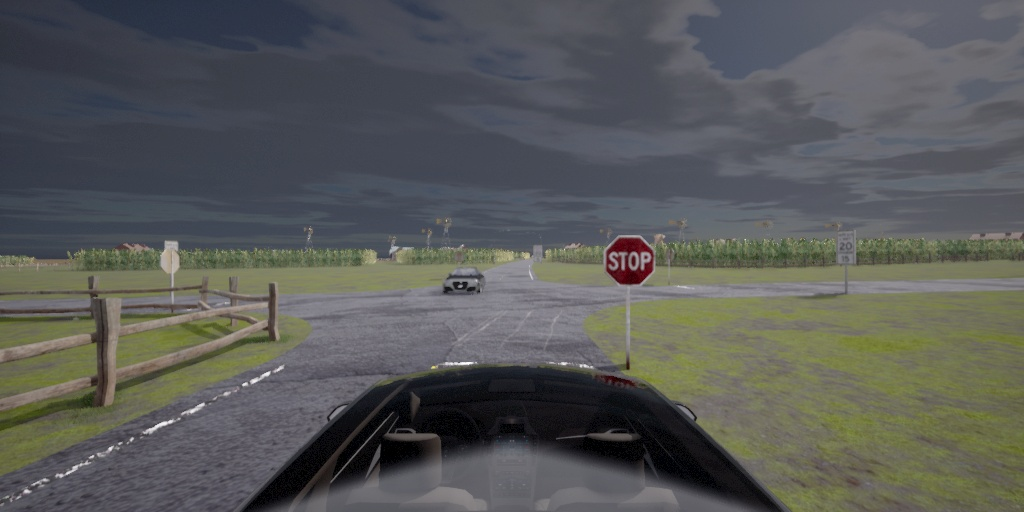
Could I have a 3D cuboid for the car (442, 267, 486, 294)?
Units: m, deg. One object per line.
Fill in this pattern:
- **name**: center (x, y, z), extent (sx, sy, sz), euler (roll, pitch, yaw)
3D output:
- **car**: center (-2.592, 1.332, 20.145), extent (1.994, 1.385, 4.181), euler (-1, 0, 1)
